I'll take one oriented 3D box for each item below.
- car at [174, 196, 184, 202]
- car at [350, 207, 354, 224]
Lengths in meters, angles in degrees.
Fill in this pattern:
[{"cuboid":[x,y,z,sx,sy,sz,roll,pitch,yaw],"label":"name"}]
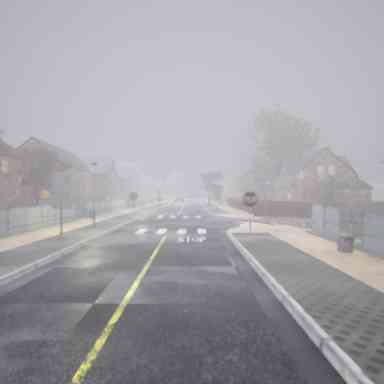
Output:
[{"cuboid":[-2.772,1.462,73.317,1.994,1.385,4.181,0,0,0],"label":"car"},{"cuboid":[11.521,1.800,24.064,4.674,1.442,1.812,1,-1,-1],"label":"car"}]
